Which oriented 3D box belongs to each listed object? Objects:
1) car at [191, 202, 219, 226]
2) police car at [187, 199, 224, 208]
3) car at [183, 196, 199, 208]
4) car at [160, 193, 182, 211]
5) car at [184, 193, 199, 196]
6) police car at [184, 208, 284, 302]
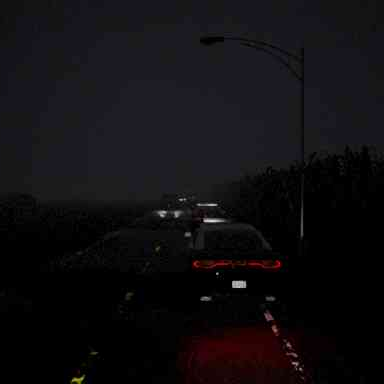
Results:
[{"bbox_3d":[0.856,1.509,24.334,1.812,1.442,4.674,0,0,0],"label":"car"},{"bbox_3d":[0.849,1.415,18.444,1.930,1.638,5.238,0,0,0],"label":"police car"},{"bbox_3d":[0.106,1.550,46.078,1.895,1.301,4.718,0,0,1],"label":"car"},{"bbox_3d":[-2.696,1.179,41.288,2.150,2.045,5.566,0,0,0],"label":"car"},{"bbox_3d":[0.079,1.134,60.043,2.150,2.045,5.566,0,0,0],"label":"car"},{"bbox_3d":[0.835,1.423,8.445,1.930,1.638,5.238,0,0,0],"label":"police car"}]
